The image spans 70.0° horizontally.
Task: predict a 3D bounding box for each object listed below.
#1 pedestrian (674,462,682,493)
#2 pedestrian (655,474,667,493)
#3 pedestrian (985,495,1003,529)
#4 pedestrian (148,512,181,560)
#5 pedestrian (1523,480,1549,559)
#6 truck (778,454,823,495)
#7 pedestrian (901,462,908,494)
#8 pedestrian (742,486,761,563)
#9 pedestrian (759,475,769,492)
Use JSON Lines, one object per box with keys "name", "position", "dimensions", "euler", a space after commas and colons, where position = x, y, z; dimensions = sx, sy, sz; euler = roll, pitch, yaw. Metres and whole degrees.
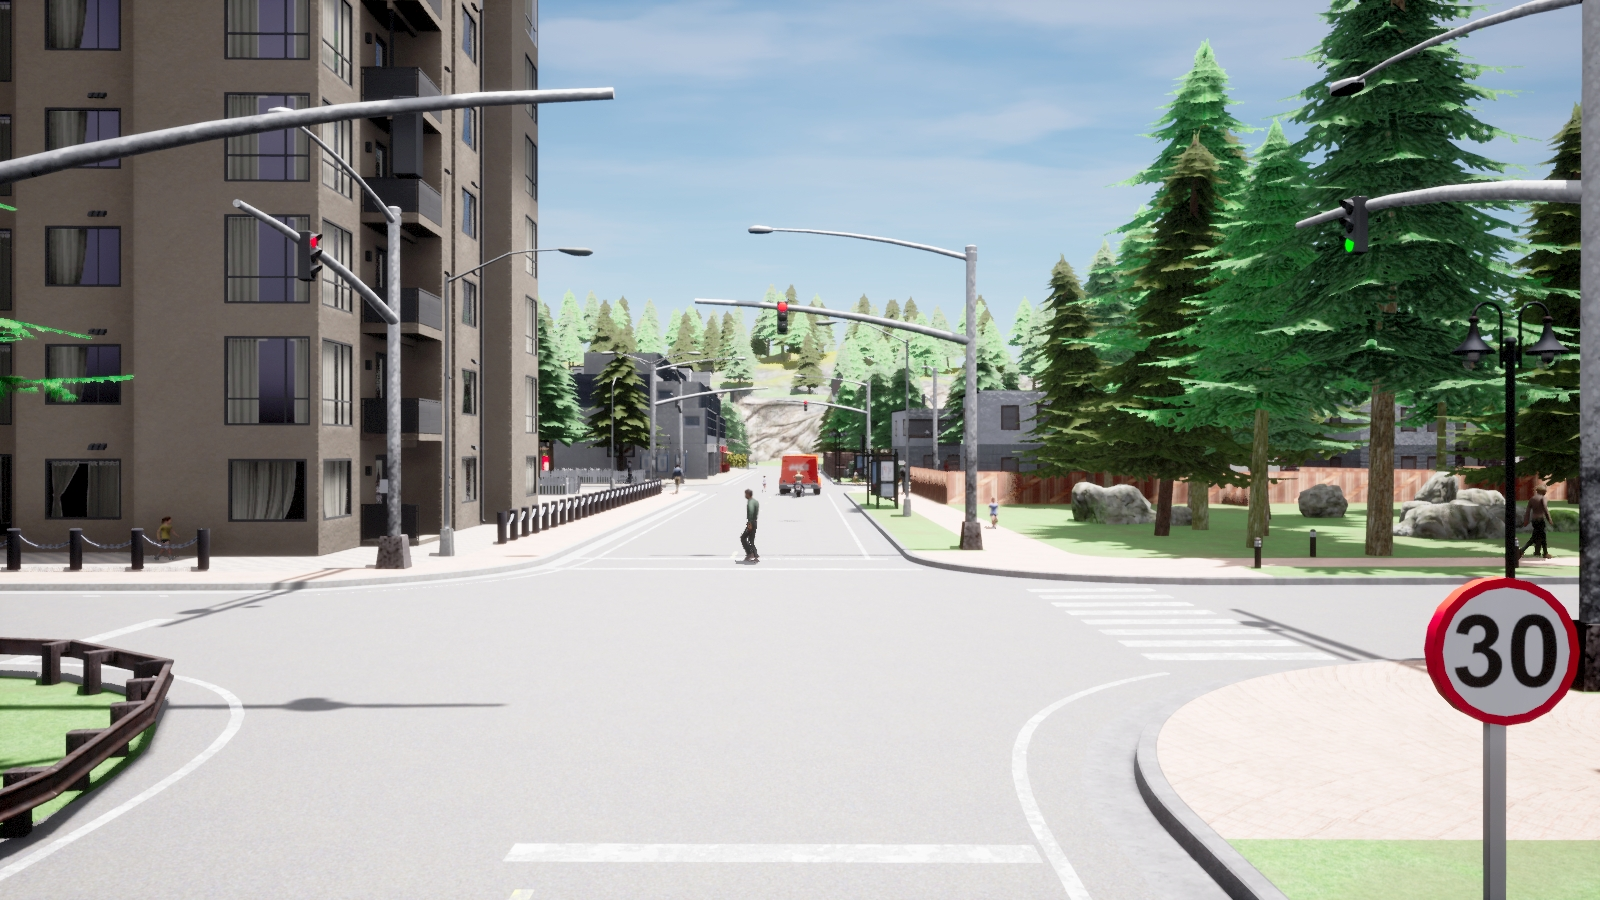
{"name": "pedestrian", "position": [-7.224, 1.637, 67.651], "dimensions": [0.375, 1.860, 0.375], "euler": [0, 0, 4]}
{"name": "pedestrian", "position": [-8.311, 2.019, 68.274], "dimensions": [0.500, 1.100, 0.500], "euler": [0, 0, 19]}
{"name": "pedestrian", "position": [6.411, 2.035, 37.829], "dimensions": [0.500, 1.100, 0.500], "euler": [0, 0, -1]}
{"name": "pedestrian", "position": [-15.082, 2.040, 27.120], "dimensions": [0.500, 1.100, 0.500], "euler": [0, 0, 2]}
{"name": "pedestrian", "position": [17.470, 1.647, 27.118], "dimensions": [0.375, 1.860, 0.375], "euler": [0, 0, -8]}
{"name": "truck", "position": [0.071, 1.506, 71.518], "dimensions": [2.627, 2.467, 5.204], "euler": [0, 0, 3]}
{"name": "pedestrian", "position": [6.161, 1.637, 67.179], "dimensions": [0.375, 1.860, 0.375], "euler": [0, 0, -3]}
{"name": "pedestrian", "position": [-1.187, 1.812, 27.960], "dimensions": [0.375, 1.860, 0.375], "euler": [0, 0, 15]}
{"name": "pedestrian", "position": [-2.334, 2.166, 74.922], "dimensions": [0.500, 1.100, 0.500], "euler": [0, 0, -26]}
